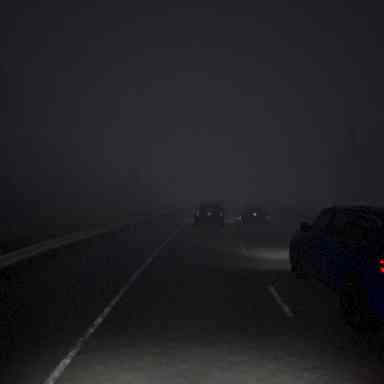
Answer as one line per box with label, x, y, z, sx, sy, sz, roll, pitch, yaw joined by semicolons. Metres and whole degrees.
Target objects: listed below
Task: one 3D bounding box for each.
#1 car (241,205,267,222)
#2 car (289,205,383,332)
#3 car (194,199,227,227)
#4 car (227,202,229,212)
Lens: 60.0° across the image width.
car;5.296;1.806;28.869;1.994;1.385;4.181;0;0;6
car;3.760;1.284;7.066;2.150;2.045;5.566;0;0;2
car;1.366;1.556;24.685;2.097;1.767;4.553;0;0;5
car;3.451;1.697;41.596;2.097;1.767;4.553;0;0;9
